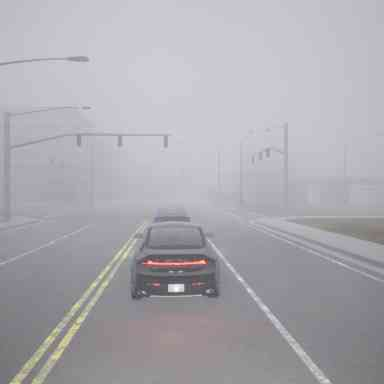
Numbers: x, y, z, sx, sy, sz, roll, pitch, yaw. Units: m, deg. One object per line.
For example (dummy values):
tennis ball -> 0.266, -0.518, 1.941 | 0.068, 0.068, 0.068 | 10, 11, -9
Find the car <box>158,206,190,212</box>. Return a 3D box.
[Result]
car -> -1.086, 1.478, 17.956 | 1.882, 1.535, 5.008 | 0, 0, -4

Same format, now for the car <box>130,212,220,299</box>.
car -> -0.445, 1.505, 8.484 | 1.837, 1.490, 4.892 | 0, 0, -4
